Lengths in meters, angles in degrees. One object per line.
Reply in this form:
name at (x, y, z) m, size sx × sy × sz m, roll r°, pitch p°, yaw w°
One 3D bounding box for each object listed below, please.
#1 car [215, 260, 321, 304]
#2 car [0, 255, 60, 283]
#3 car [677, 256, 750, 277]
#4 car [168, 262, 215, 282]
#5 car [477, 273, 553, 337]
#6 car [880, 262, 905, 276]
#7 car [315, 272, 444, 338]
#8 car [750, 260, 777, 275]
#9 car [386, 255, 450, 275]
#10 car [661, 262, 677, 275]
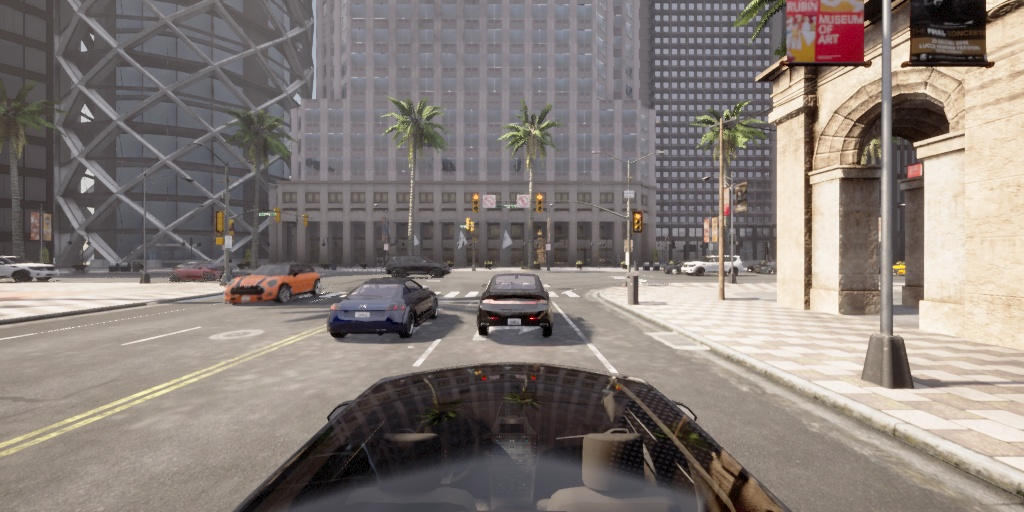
car at (-10.649, 1.102, 16.381) m, size 2.097 × 1.767 × 4.553 m, roll 0°, pitch 0°, yaw -4°
car at (-38.483, 0.971, 27.019) m, size 5.566 × 2.045 × 2.150 m, roll 0°, pitch 0°, yaw -21°
car at (19.989, 0.972, 35.787) m, size 5.566 × 2.045 × 2.150 m, roll 0°, pitch 0°, yaw 0°
car at (-24.602, 1.314, 28.580) m, size 4.181 × 1.385 × 1.994 m, roll 0°, pitch 0°, yaw -2°
car at (0.121, 1.242, 10.352) m, size 2.128 × 1.511 × 4.902 m, roll 0°, pitch 0°, yaw 2°
car at (40.424, 1.227, 35.697) m, size 5.008 × 1.535 × 1.882 m, roll 0°, pitch 0°, yaw 0°
car at (-3.416, 1.314, 10.222) m, size 1.994 × 1.385 × 4.181 m, roll 0°, pitch 0°, yaw 0°
car at (28.832, 1.314, 39.249) m, size 4.181 × 1.385 × 1.994 m, roll 0°, pitch 0°, yaw 0°
car at (-8.390, 0.971, 32.181) m, size 5.566 × 2.045 × 2.150 m, roll 0°, pitch 0°, yaw 0°
car at (18.869, 1.255, 39.291) m, size 4.892 × 1.490 × 1.837 m, roll 0°, pitch 0°, yaw 0°
